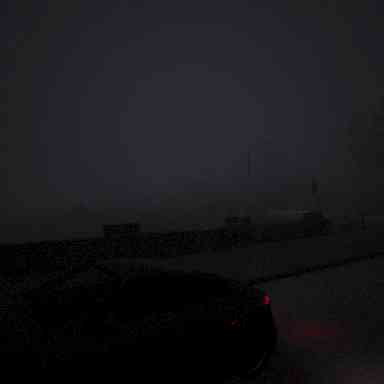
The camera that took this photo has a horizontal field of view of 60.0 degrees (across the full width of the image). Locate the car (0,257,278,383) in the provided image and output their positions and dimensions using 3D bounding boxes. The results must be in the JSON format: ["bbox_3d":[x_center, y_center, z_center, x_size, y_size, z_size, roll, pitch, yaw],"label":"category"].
[{"bbox_3d":[-0.931,1.564,3.944,4.181,1.385,1.994,0,0,-36],"label":"car"}]

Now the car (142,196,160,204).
[{"bbox_3d":[-8.175,1.478,65.455,1.882,1.535,5.008,0,0,-36],"label":"car"}]

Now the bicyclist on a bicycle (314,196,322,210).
[{"bbox_3d":[15.190,1.349,40.104,1.656,1.620,0.582,0,0,-36],"label":"bicyclist on a bicycle"}]

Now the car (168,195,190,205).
[{"bbox_3d":[-2.302,1.352,57.303,2.097,1.767,4.553,0,0,-35],"label":"car"}]
